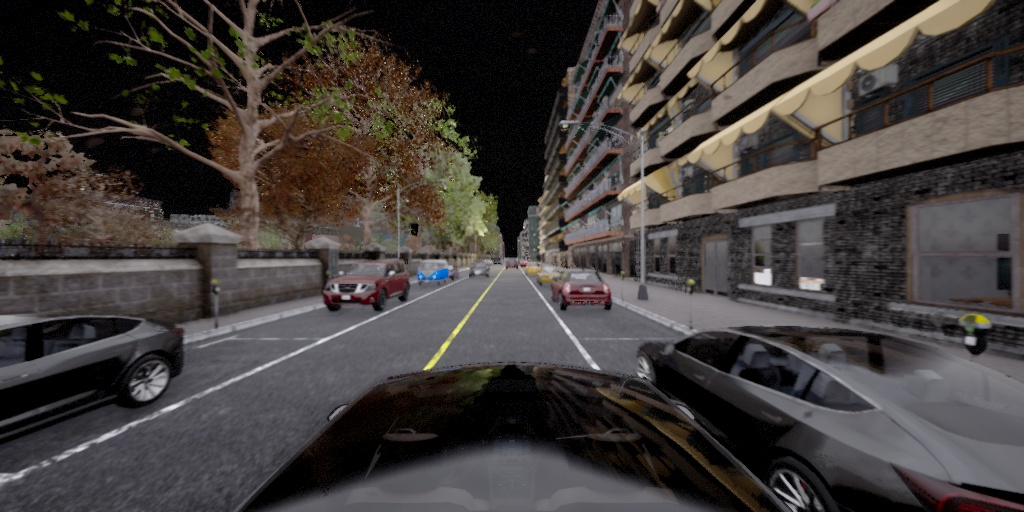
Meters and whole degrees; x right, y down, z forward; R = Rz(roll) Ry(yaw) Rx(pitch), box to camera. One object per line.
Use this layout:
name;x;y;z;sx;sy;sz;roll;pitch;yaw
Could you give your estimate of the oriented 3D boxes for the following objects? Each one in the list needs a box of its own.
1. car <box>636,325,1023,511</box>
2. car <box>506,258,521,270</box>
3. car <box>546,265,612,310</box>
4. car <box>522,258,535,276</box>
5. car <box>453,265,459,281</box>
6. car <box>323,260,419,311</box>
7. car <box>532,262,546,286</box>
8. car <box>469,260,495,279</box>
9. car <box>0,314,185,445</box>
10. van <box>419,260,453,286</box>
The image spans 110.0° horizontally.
car;2.692;1.321;3.539;1.948;1.339;4.313;0;0;0
car;0.014;1.330;59.231;2.097;1.767;4.553;0;0;0
car;2.695;1.234;14.798;1.967;1.591;4.097;0;0;0
car;2.359;1.350;39.904;1.801;1.575;5.366;0;0;0
car;-5.682;1.442;31.690;1.802;1.307;4.207;0;0;0
car;-5.685;1.109;14.800;2.192;1.841;5.009;0;0;0
car;2.698;1.362;26.228;1.751;1.417;4.829;0;0;0
car;-3.086;1.366;34.892;2.128;1.511;4.902;0;0;0
car;-5.689;1.322;3.540;1.948;1.339;4.313;0;0;0
van;-5.683;1.178;26.059;1.690;1.789;3.998;0;0;0
